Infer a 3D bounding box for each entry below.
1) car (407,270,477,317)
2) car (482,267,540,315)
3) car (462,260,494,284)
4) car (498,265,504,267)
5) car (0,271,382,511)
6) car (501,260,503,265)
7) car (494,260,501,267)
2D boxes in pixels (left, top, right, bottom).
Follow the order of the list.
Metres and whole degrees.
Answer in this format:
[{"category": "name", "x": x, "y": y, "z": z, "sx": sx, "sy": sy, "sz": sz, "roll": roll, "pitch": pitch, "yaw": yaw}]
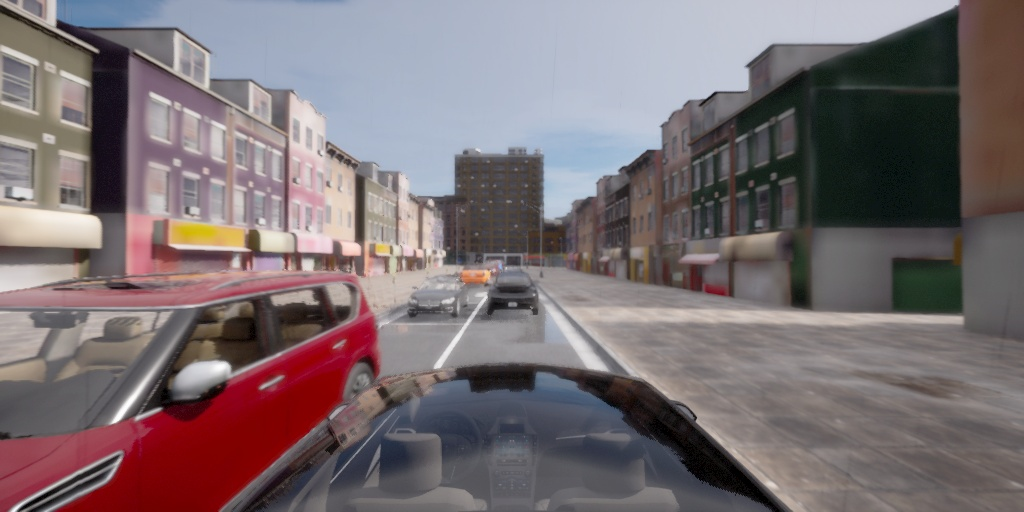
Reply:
[{"category": "car", "x": -2.637, "y": 1.411, "z": 13.541, "sx": 2.007, "sy": 1.370, "sz": 4.403, "roll": 0, "pitch": 0, "yaw": 0}, {"category": "car", "x": 0.048, "y": 1.373, "z": 14.293, "sx": 1.837, "sy": 1.490, "sz": 4.892, "roll": 0, "pitch": 0, "yaw": 1}, {"category": "car", "x": -2.749, "y": 1.346, "z": 27.200, "sx": 2.097, "sy": 1.767, "sz": 4.553, "roll": 0, "pitch": -1, "yaw": 0}, {"category": "car", "x": 0.042, "y": 1.610, "z": 28.649, "sx": 1.895, "sy": 1.301, "sz": 4.718, "roll": 0, "pitch": -1, "yaw": 0}, {"category": "car", "x": -2.638, "y": 1.073, "z": 2.654, "sx": 2.192, "sy": 1.841, "sz": 5.009, "roll": 0, "pitch": 0, "yaw": 0}, {"category": "car", "x": -2.634, "y": 1.496, "z": 46.205, "sx": 2.192, "sy": 1.841, "sz": 5.009, "roll": 0, "pitch": 0, "yaw": 0}, {"category": "car", "x": -2.635, "y": 1.568, "z": 40.760, "sx": 1.967, "sy": 1.591, "sz": 4.097, "roll": 0, "pitch": 0, "yaw": 0}]
